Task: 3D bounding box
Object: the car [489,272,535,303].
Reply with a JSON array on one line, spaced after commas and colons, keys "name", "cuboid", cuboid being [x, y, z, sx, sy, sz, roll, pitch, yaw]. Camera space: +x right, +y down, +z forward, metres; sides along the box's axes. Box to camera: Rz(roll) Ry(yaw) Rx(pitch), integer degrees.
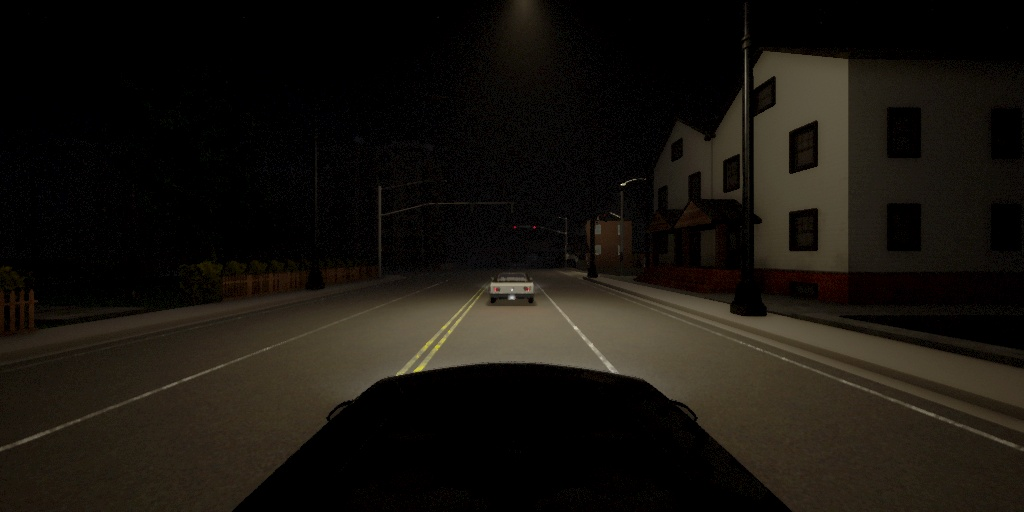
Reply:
[{"name": "car", "cuboid": [0.000, 1.364, 16.530, 1.895, 1.301, 4.718, 0, 0, 0]}]
